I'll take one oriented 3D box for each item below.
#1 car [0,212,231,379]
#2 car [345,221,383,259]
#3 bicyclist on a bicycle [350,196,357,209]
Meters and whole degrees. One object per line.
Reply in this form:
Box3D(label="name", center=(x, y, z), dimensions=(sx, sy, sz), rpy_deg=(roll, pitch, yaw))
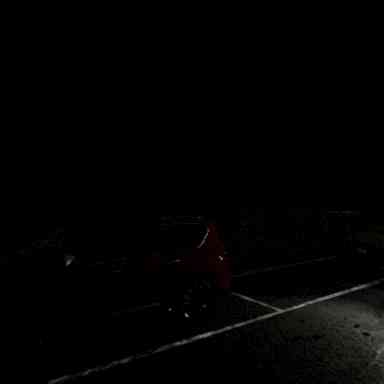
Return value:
Box3D(label="car", center=(-1.578, 1.326, 5.630), dimensions=(5.009, 1.841, 2.192), rpy_deg=(0, 0, -36))
Box3D(label="car", center=(7.422, 1.603, 12.090), dimensions=(4.829, 1.417, 1.752), rpy_deg=(0, 0, -36))
Box3D(label="bicyclist on a bicycle", center=(20.883, 1.402, 42.871), dimensions=(1.656, 1.620, 0.582), rpy_deg=(1, 0, -35))
